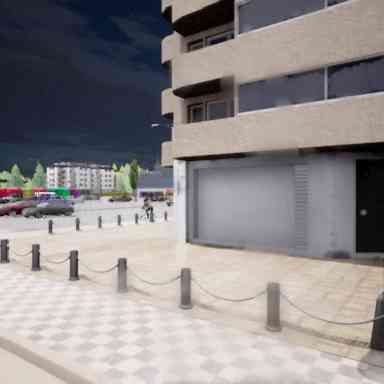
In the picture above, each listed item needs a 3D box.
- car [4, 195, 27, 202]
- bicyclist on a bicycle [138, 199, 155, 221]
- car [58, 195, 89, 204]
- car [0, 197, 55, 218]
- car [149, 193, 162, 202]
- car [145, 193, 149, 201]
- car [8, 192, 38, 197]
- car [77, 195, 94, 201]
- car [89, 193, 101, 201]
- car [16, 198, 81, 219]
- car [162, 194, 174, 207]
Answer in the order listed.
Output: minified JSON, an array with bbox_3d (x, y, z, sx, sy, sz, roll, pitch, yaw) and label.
[{"bbox_3d":[-36.984,1.406,69.897,1.784,1.438,3.905,0,0,35],"label":"car"},{"bbox_3d":[-3.281,1.353,24.068,1.656,1.620,0.582,0,0,35],"label":"bicyclist on a bicycle"},{"bbox_3d":[-20.790,1.442,58.514,1.970,1.475,3.806,0,0,35],"label":"car"},{"bbox_3d":[-15.826,1.527,31.402,1.882,1.535,5.008,0,0,35],"label":"car"},{"bbox_3d":[-6.181,1.201,69.520,1.932,1.855,4.605,0,0,35],"label":"car"},{"bbox_3d":[-8.515,1.203,71.232,1.905,1.878,3.866,0,0,35],"label":"car"},{"bbox_3d":[-34.653,1.196,68.176,1.932,1.855,4.605,0,0,35],"label":"car"},{"bbox_3d":[-26.936,1.438,84.185,1.970,1.475,3.806,0,0,35],"label":"car"},{"bbox_3d":[-24.576,1.199,82.508,1.905,1.878,3.866,0,0,35],"label":"car"},{"bbox_3d":[-12.719,1.576,29.701,1.812,1.442,4.674,0,0,35],"label":"car"},{"bbox_3d":[-1.688,1.273,51.531,2.150,2.045,5.566,0,0,35],"label":"car"}]
